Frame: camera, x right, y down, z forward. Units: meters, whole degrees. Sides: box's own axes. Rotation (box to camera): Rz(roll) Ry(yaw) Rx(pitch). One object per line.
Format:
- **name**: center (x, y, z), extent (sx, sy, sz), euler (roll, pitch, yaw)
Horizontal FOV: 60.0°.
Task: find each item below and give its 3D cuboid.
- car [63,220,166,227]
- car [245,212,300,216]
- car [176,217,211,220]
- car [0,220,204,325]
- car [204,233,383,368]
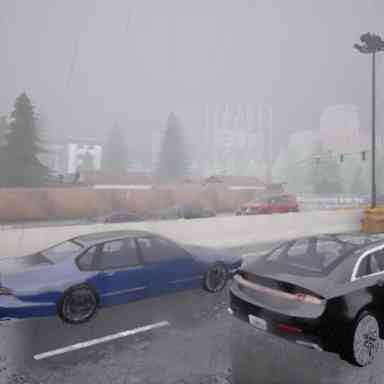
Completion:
- **car**: center (-3.518, 1.553, 14.382), extent (4.181, 1.385, 1.994), euler (0, 0, -35)
- **car**: center (5.850, 1.186, 25.359), extent (5.566, 2.045, 2.150), euler (0, 0, -35)
- **car**: center (-0.629, 1.520, 25.043), extent (5.357, 1.411, 2.033), euler (0, 0, -35)
- **car**: center (-1.322, 1.542, 7.094), extent (5.357, 1.411, 2.033), euler (0, 0, -35)
- **car**: center (2.835, 1.483, 5.772), extent (4.902, 1.511, 2.128), euler (0, 0, -36)
